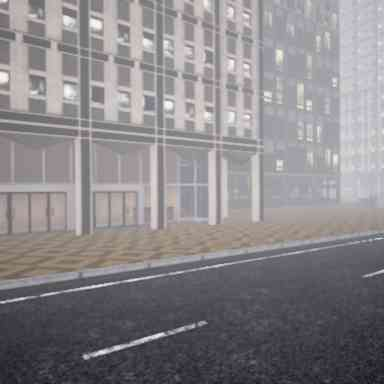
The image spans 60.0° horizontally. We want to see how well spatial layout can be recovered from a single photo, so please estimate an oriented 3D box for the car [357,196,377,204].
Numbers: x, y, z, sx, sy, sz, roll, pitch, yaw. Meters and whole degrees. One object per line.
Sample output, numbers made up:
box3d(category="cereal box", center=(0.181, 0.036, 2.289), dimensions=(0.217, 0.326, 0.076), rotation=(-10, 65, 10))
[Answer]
box3d(category="car", center=(29.848, 1.314, 55.475), dimensions=(1.887, 1.381, 4.507), rotation=(0, 0, -34))
